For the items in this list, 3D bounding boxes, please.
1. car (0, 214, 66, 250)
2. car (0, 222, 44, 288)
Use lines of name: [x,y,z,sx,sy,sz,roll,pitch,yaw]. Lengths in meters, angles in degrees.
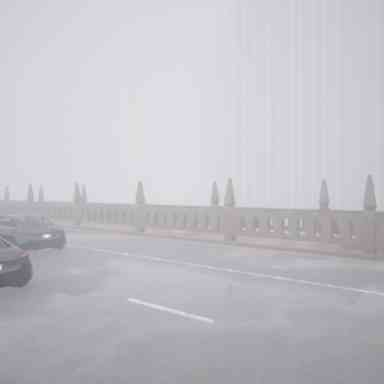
car: [-6.897,1.567,13.215,4.181,1.385,1.994,0,0,36]
car: [-5.754,1.565,8.099,4.181,1.385,1.994,0,0,36]
